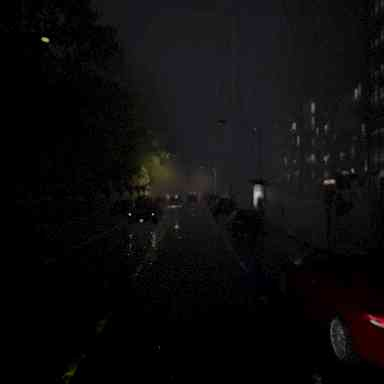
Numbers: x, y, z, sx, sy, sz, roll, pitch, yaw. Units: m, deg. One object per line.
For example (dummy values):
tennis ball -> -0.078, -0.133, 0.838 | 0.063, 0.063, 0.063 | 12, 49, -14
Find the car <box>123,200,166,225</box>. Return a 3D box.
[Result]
car -> -3.094, 1.432, 22.547 | 1.895, 1.301, 4.718 | 0, 0, 0

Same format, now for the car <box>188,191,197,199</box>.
car -> 0.021, 0.685, 80.282 | 2.097, 1.767, 4.553 | 0, 0, 0

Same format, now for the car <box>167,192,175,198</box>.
car -> -5.667, 0.851, 89.942 | 1.967, 1.590, 4.097 | 0, 0, 0

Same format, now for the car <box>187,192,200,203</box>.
car -> 0.016, 1.068, 59.870 | 1.882, 1.535, 5.008 | 0, 0, 0

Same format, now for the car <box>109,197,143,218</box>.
car -> -5.682, 1.358, 27.989 | 1.947, 1.339, 4.313 | 0, 0, 0

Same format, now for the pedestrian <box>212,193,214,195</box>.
pedestrian -> 3.013, 0.952, 48.597 | 0.375, 1.860, 0.375 | 0, 0, -3

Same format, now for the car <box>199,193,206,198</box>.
car -> 2.713, 0.934, 90.111 | 1.752, 1.417, 4.829 | 0, 0, 0

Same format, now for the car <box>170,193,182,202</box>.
car -> -3.009, 1.136, 63.086 | 1.994, 1.385, 4.181 | 0, 0, 1

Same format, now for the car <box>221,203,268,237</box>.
car -> 2.695, 1.456, 16.723 | 1.802, 1.307, 4.206 | 0, 0, 0

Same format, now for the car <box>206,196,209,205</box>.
car -> 2.698, 1.334, 33.619 | 1.802, 1.307, 4.206 | 0, 0, 0

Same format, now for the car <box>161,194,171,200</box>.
car -> -5.672, 1.062, 73.047 | 2.008, 1.369, 4.403 | 0, 0, 0

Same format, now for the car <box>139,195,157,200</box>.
car -> -5.680, 1.156, 39.252 | 1.967, 1.590, 4.097 | 0, 0, 0

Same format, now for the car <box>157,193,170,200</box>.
car -> -5.675, 1.162, 61.782 | 1.802, 1.307, 4.206 | 0, 0, 0

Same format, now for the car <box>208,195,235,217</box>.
car -> 2.698, 1.231, 27.987 | 1.967, 1.590, 4.097 | 0, 0, 0

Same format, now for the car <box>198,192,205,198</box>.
car -> 2.714, 0.819, 95.572 | 1.967, 1.590, 4.097 | 0, 0, 0

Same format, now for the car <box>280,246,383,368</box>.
car -> 2.692, 1.539, 5.458 | 1.802, 1.307, 4.206 | 0, 0, 0

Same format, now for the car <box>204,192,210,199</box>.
car -> 3.012, 1.155, 45.595 | 1.882, 1.535, 5.008 | 0, 0, 0

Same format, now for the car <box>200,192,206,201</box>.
car -> 2.707, 0.860, 67.410 | 2.192, 1.841, 5.009 | 0, 0, 0
